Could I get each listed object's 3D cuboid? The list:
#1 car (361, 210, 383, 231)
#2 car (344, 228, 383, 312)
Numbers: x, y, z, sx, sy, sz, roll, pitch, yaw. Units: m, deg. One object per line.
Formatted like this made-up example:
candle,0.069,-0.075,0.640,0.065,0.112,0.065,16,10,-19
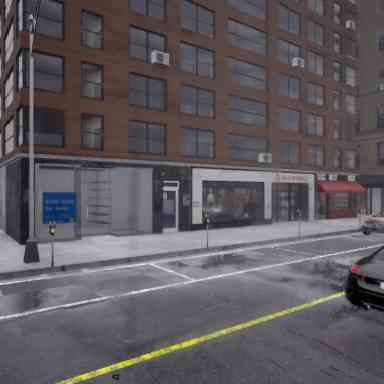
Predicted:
car,10.616,1.582,17.470,4.206,1.307,1.802,0,0,-35
car,4.937,1.562,6.680,4.181,1.385,1.994,0,0,-35
